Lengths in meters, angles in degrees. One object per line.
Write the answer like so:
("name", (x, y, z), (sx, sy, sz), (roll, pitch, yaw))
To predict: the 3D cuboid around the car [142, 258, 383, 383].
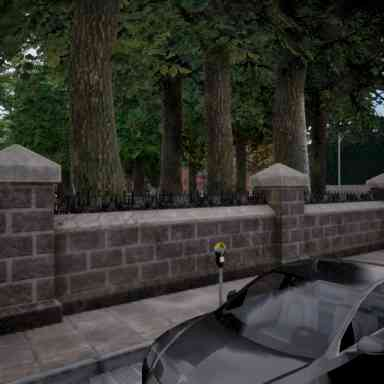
("car", (1.528, 1.565, 3.910), (4.313, 1.339, 1.947), (0, -1, -36))
